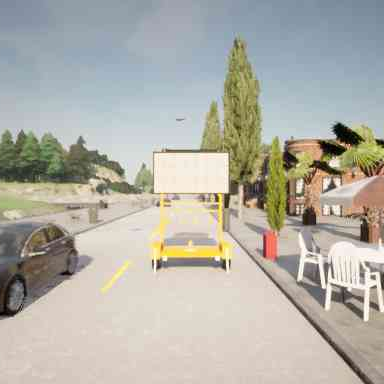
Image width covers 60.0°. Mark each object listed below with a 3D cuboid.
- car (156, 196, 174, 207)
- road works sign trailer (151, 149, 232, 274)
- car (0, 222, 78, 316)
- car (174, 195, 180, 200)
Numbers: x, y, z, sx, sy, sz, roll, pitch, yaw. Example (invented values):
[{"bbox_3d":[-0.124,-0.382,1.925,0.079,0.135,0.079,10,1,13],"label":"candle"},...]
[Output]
[{"bbox_3d":[-4.202,1.564,49.717,1.994,1.385,4.181,0,0,0],"label":"car"},{"bbox_3d":[-0.022,0.464,10.529,2.380,3.560,2.880,0,0,0],"label":"road works sign trailer"},{"bbox_3d":[-4.116,1.505,7.552,1.837,1.490,4.892,0,0,0],"label":"car"},{"bbox_3d":[-4.192,1.547,89.955,2.033,1.411,5.357,0,0,0],"label":"car"}]
